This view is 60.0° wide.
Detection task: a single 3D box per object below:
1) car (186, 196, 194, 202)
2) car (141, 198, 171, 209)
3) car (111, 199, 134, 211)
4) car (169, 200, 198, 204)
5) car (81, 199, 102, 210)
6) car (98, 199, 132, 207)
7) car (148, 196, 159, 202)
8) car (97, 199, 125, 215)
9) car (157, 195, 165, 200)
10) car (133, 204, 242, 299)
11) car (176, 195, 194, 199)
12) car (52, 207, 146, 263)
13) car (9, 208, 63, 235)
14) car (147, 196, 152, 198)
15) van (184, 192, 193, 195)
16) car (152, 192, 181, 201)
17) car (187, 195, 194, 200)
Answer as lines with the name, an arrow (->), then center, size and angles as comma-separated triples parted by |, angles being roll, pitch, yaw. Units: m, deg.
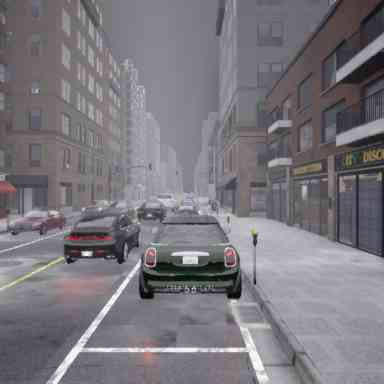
car -> -0.383, 1.579, 79.064 | 1.802, 1.307, 4.206 | 0, 0, 0
car -> -2.940, 1.478, 25.561 | 1.882, 1.535, 5.008 | 0, 0, 0
car -> -8.408, 1.551, 40.611 | 2.008, 1.369, 4.403 | 0, 0, 0
car -> -0.383, 1.551, 24.063 | 2.008, 1.369, 4.403 | 0, 0, 0
car -> -8.408, 1.440, 29.575 | 1.967, 1.590, 4.097 | 0, 0, 0
car -> -5.866, 1.525, 27.024 | 1.812, 1.442, 4.674 | 0, 0, 0
car -> -8.408, 1.542, 73.374 | 1.887, 1.381, 4.507 | 0, 0, 0
car -> -8.408, 1.525, 34.923 | 1.752, 1.417, 4.829 | 0, 0, 0
car -> -8.408, 1.518, 90.251 | 1.752, 1.417, 4.829 | 0, 0, 0
car -> -0.033, 1.352, 8.620 | 2.097, 1.767, 4.553 | 0, 0, 0
car -> -0.383, 1.440, 35.101 | 1.967, 1.590, 4.097 | 0, 0, 0
car -> -3.020, 1.506, 11.985 | 1.837, 1.490, 4.892 | 0, 0, 0
car -> -8.408, 1.582, 18.538 | 1.802, 1.307, 4.206 | 0, 0, 0
car -> -8.408, 1.549, 67.693 | 2.008, 1.369, 4.403 | 0, 0, 0
van -> -0.383, 1.339, 67.702 | 1.690, 1.788, 3.998 | 0, 0, 0
car -> -2.974, 1.214, 39.967 | 2.150, 2.045, 5.566 | 0, -1, 3
car -> -0.383, 1.575, 90.427 | 1.802, 1.307, 4.206 | 0, 0, 0
